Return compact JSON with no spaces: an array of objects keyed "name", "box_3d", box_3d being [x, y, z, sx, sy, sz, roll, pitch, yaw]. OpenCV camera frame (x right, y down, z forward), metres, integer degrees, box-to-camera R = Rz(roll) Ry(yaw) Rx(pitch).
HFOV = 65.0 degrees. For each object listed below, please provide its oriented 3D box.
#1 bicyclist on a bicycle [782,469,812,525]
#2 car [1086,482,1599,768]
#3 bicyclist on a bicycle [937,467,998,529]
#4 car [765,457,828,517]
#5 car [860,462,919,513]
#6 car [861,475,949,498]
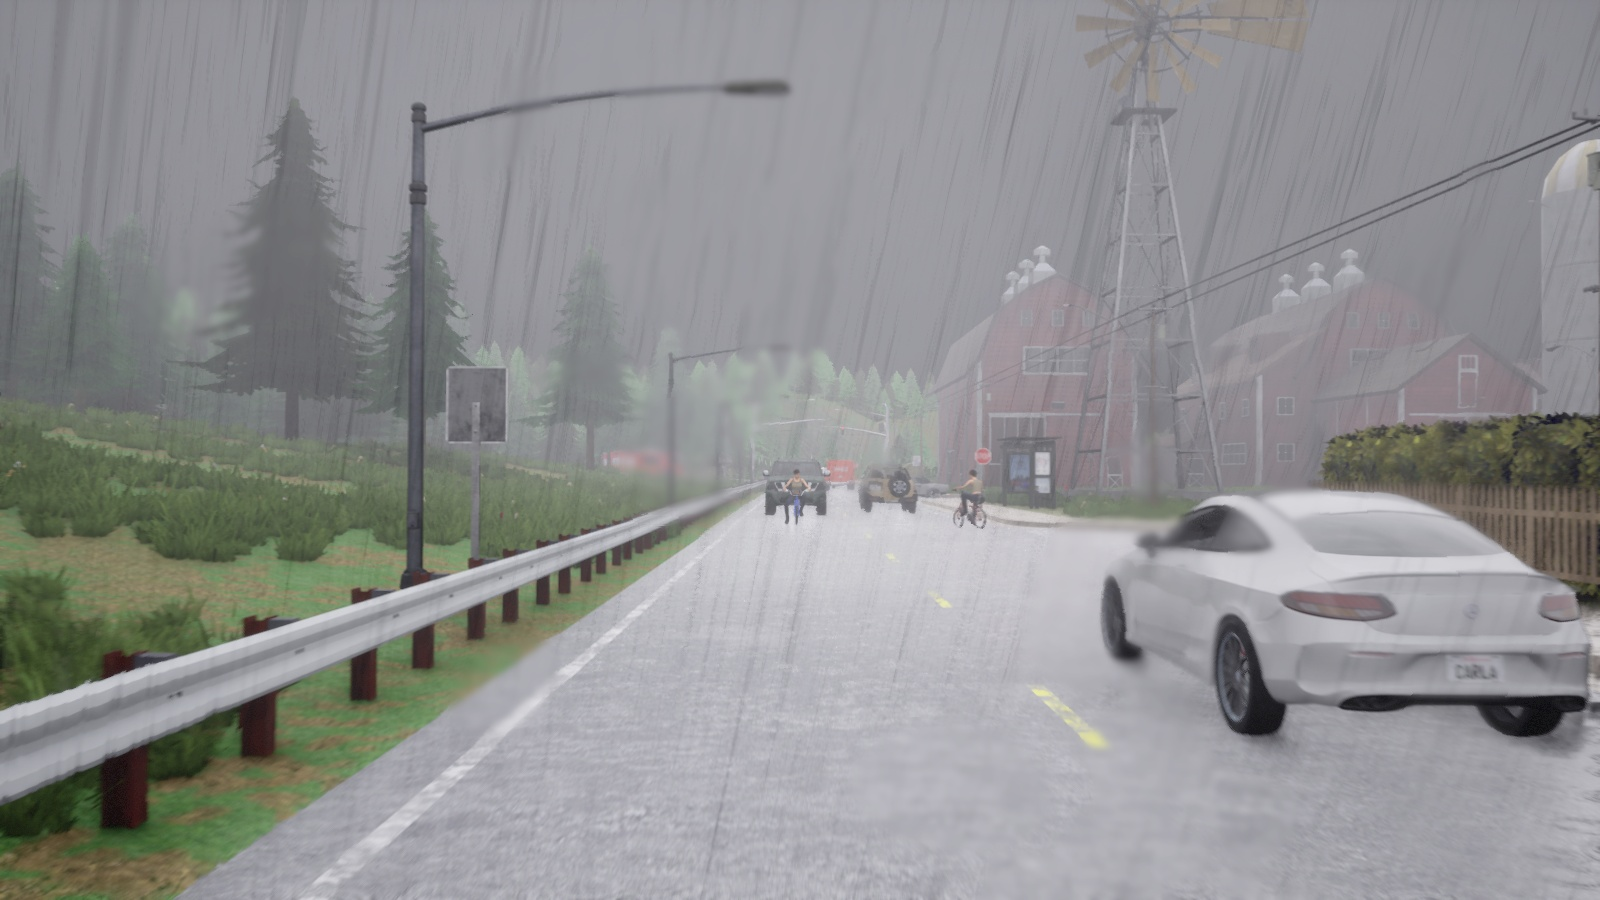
[{"name":"bicyclist on a bicycle","box_3d":[-0.084,1.369,36.889,0.866,1.612,1.509,0,-1,0]},{"name":"car","box_3d":[3.478,0.976,8.914,1.812,1.442,4.674,0,-1,0]},{"name":"bicyclist on a bicycle","box_3d":[4.575,1.308,34.349,0.866,1.612,1.509,4,-3,-28]},{"name":"car","box_3d":[-0.111,1.298,45.880,2.150,2.045,5.566,0,0,0]},{"name":"car","box_3d":[3.382,1.426,48.264,1.932,1.855,4.605,0,-1,0]},{"name":"car","box_3d":[6.070,2.104,72.482,4.718,1.301,1.895,0,-1,-11]}]
